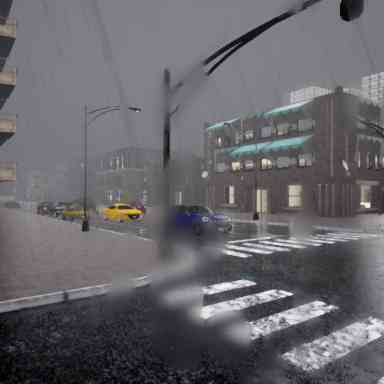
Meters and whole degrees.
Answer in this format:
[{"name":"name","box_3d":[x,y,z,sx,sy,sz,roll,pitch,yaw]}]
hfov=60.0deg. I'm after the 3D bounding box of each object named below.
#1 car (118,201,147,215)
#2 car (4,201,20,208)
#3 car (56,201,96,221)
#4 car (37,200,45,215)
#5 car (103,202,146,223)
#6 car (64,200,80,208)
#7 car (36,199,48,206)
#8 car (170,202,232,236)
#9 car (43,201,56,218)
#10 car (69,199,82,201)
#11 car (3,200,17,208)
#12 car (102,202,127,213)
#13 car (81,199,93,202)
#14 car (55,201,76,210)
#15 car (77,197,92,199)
[{"name":"car","box_3d":[-7.271,1.879,40.464,1.967,1.590,4.097,-1,0,-36]},{"name":"car","box_3d":[-33.918,2.376,63.321,1.887,1.381,4.507,-1,0,-36]},{"name":"car","box_3d":[-10.784,1.872,30.802,1.752,1.417,4.829,-1,0,-36]},{"name":"car","box_3d":[-17.410,1.926,40.232,1.967,1.590,4.097,-1,0,-36]},{"name":"car","box_3d":[-6.081,1.780,28.818,1.882,1.535,5.008,0,-1,-36]},{"name":"car","box_3d":[-22.732,2.296,62.883,1.812,1.442,4.674,0,-1,-36]},{"name":"car","box_3d":[-37.079,2.589,82.166,1.752,1.417,4.829,-1,0,-36]},{"name":"car","box_3d":[0.299,1.524,19.885,2.097,1.767,4.553,0,-1,-36]},{"name":"car","box_3d":[-14.139,1.968,35.591,2.008,1.369,4.403,-1,0,-36]},{"name":"car","box_3d":[-16.136,2.018,42.950,1.837,1.490,4.892,0,-1,-35]},{"name":"car","box_3d":[-37.218,2.452,67.941,2.008,1.369,4.403,-1,0,-36]},{"name":"car","box_3d":[-10.585,2.089,45.070,1.802,1.307,4.206,-1,0,-36]},{"name":"car","box_3d":[-14.884,2.050,46.555,1.837,1.490,4.892,0,-1,-35]},{"name":"car","box_3d":[-20.920,2.218,54.929,2.033,1.411,5.357,0,-1,-36]},{"name":"car","box_3d":[-18.717,1.913,57.190,2.150,2.045,5.566,0,-1,-36]}]
